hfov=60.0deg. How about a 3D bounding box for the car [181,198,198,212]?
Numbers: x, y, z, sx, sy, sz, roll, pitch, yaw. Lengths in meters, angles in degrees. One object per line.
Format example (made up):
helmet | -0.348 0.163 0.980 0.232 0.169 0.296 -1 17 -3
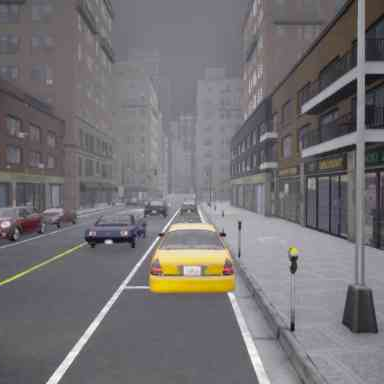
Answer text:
car | -0.279 1.507 38.694 1.752 1.417 4.829 -1 0 0

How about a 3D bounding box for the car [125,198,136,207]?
car | -8.822 1.516 49.695 1.887 1.381 4.507 -1 0 0

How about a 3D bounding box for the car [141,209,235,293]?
car | 0.004 1.455 8.842 1.801 1.575 5.366 0 0 0

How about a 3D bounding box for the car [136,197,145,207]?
car | -6.149 1.468 47.146 2.128 1.511 4.902 0 0 0

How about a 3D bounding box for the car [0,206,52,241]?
car | -8.823 1.435 16.181 1.967 1.590 4.097 -1 0 0

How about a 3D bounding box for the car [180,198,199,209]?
car | -0.280 1.537 32.939 2.008 1.369 4.403 -1 0 0

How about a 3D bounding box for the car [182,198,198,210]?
car | -0.278 1.543 44.111 1.947 1.339 4.313 -1 0 0

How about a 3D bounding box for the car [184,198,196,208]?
car | -0.276 1.554 49.696 1.802 1.307 4.206 -1 0 0

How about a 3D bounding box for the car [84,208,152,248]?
car | -3.144 1.597 14.804 1.895 1.301 4.718 0 0 0

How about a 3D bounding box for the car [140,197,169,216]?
car | -3.141 1.466 30.186 1.882 1.535 5.008 0 0 0

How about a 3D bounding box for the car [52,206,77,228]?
car | -8.822 1.575 21.767 1.802 1.307 4.206 -1 0 0
